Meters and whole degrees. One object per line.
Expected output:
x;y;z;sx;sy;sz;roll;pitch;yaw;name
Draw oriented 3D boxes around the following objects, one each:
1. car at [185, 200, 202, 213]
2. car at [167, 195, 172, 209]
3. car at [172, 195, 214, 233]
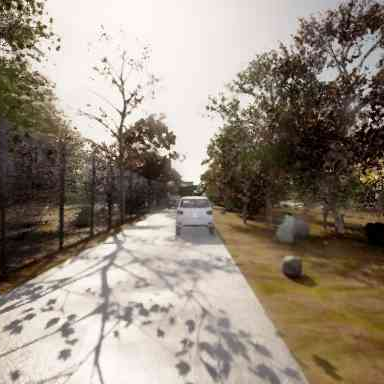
0.234;1.772;42.424;2.033;1.411;5.357;0;0;0;car
-2.565;1.503;51.145;2.150;2.045;5.566;0;-1;1;car
0.160;1.302;20.307;2.150;2.045;5.566;0;-1;0;car
